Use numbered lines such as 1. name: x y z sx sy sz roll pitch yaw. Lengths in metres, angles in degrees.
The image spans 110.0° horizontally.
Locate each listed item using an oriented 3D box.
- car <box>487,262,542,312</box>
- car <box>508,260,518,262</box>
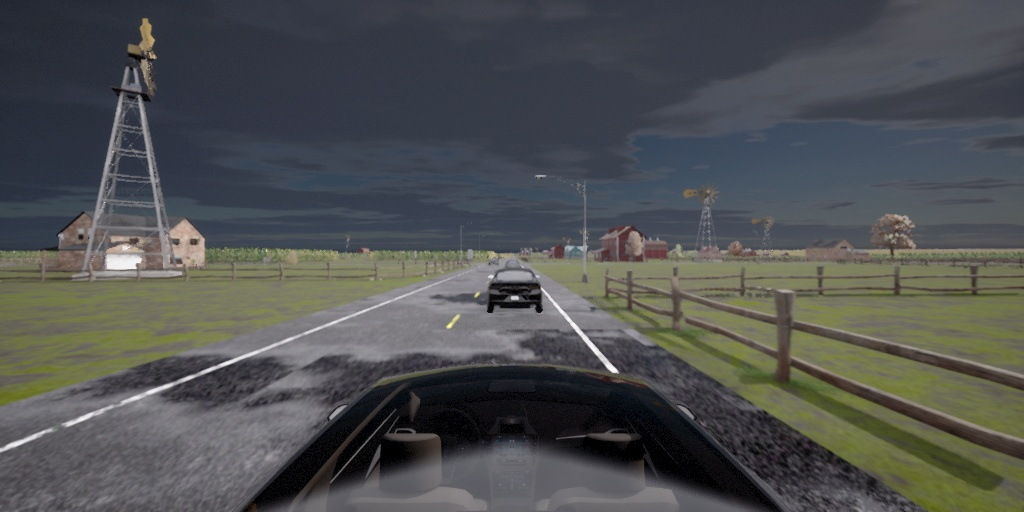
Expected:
1. car: 0.098 1.181 14.001 1.882 1.535 5.008 0 0 0
2. car: 0.108 1.176 45.660 1.994 1.385 4.181 0 0 0
